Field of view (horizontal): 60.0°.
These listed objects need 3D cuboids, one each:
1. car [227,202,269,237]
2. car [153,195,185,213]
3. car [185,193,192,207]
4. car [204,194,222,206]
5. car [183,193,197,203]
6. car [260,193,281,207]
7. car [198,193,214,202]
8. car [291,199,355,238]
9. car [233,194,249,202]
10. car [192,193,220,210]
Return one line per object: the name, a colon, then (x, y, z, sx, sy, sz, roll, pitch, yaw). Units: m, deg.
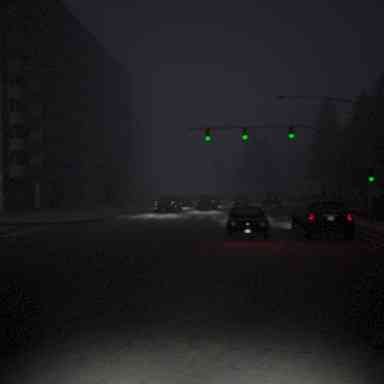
car: (2.754, 1.409, 16.875, 1.895, 1.301, 4.718, -1, 1, 8)
car: (-2.336, 1.062, 32.875, 2.097, 1.767, 4.553, -1, 1, 8)
car: (-1.013, 1.154, 42.262, 2.033, 1.411, 5.357, -1, 1, 8)
car: (2.897, 1.083, 45.332, 2.033, 1.411, 5.357, -1, 1, 8)
car: (-0.419, 0.943, 56.367, 1.882, 1.535, 5.008, -1, 0, -7)
car: (9.412, 0.869, 40.025, 2.097, 1.767, 4.553, -1, 1, 7)
car: (2.491, 0.904, 60.039, 1.837, 1.490, 4.892, -1, 1, -12)
car: (6.209, 1.130, 16.296, 2.097, 1.767, 4.553, -1, 1, 8)
car: (5.980, 1.038, 40.763, 2.128, 1.511, 4.902, -1, 1, 7)
car: (1.639, 0.990, 35.977, 2.097, 1.767, 4.553, -1, 1, 8)
